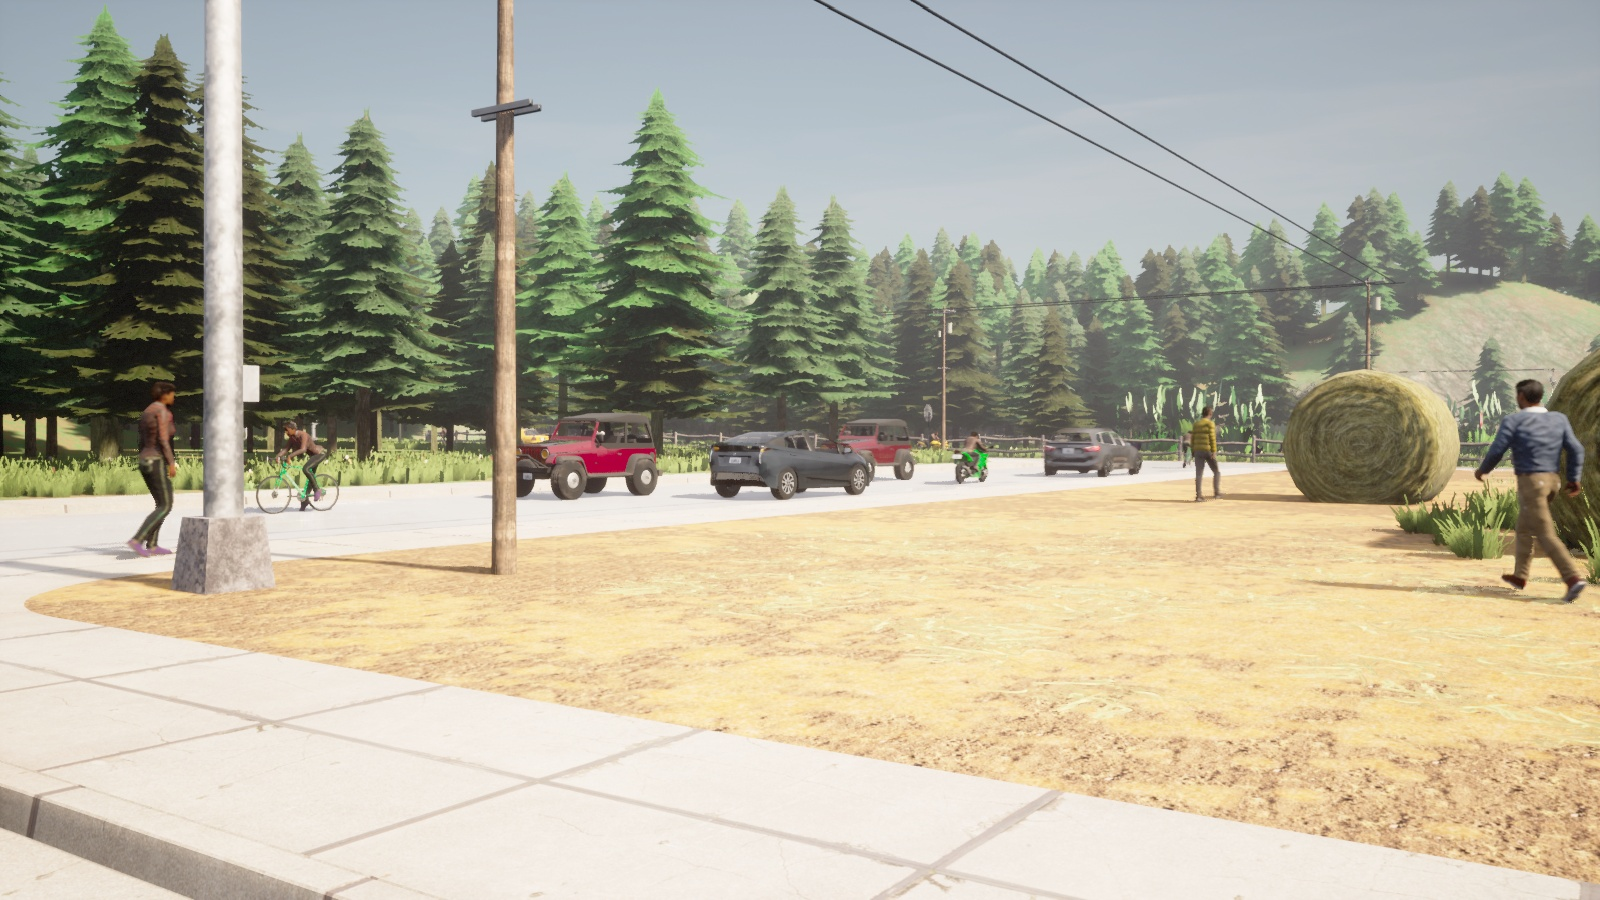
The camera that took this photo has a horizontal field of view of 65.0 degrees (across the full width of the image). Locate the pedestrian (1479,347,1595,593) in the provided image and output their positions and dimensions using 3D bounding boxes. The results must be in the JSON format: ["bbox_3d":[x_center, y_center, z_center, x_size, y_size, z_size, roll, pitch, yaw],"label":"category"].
[{"bbox_3d":[6.057,0.151,10.351,0.423,1.949,0.788,-1,1,-8],"label":"pedestrian"}]

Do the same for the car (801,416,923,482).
[{"bbox_3d":[1.930,-0.056,37.922,1.905,1.878,3.866,0,1,35],"label":"car"}]

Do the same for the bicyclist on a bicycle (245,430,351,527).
[{"bbox_3d":[-8.880,0.477,22.268,0.582,1.620,1.656,0,1,35],"label":"bicyclist on a bicycle"}]

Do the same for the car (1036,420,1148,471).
[{"bbox_3d":[10.251,-0.200,43.813,2.242,1.667,4.611,0,1,35],"label":"car"}]

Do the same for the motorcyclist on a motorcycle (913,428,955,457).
[{"bbox_3d":[7.022,-0.400,65.785,2.044,1.523,0.797,0,1,37],"label":"motorcyclist on a motorcycle"}]

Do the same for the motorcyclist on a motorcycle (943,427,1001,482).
[{"bbox_3d":[4.973,0.119,36.168,0.797,1.523,2.044,0,0,35],"label":"motorcyclist on a motorcycle"}]

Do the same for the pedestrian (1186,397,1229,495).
[{"bbox_3d":[7.779,-0.075,23.977,0.709,1.840,0.431,-1,1,-37],"label":"pedestrian"}]

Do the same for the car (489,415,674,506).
[{"bbox_3d":[-4.815,0.179,28.155,1.905,1.878,3.866,0,1,35],"label":"car"}]

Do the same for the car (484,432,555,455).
[{"bbox_3d":[-20.102,-0.477,89.933,5.366,1.575,1.801,0,1,36],"label":"car"}]

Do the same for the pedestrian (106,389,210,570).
[{"bbox_3d":[-6.628,0.286,12.989,0.328,1.805,0.869,0,1,41],"label":"pedestrian"}]

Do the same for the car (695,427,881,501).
[{"bbox_3d":[-0.177,0.264,28.712,2.007,1.525,4.514,0,1,35],"label":"car"}]
